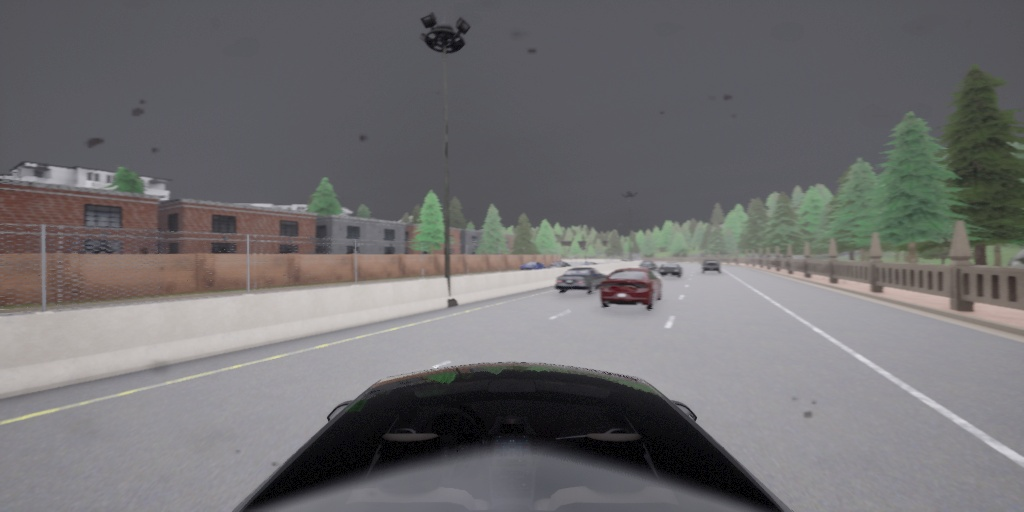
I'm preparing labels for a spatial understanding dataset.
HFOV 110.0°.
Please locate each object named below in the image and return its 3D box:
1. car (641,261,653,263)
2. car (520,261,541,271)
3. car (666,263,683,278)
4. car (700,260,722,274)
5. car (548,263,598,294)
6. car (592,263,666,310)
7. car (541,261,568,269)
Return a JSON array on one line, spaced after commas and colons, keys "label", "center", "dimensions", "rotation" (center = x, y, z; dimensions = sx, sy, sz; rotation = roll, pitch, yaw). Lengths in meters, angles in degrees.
[{"label": "car", "center": [17.283, 1.320, 45.686], "dimensions": [2.033, 1.411, 5.357], "rotation": [-1, 0, 28]}, {"label": "car", "center": [2.781, 1.477, 48.492], "dimensions": [1.882, 1.535, 5.008], "rotation": [-1, -1, 28]}, {"label": "car", "center": [15.048, 1.333, 33.923], "dimensions": [1.895, 1.301, 4.718], "rotation": [-1, 0, 28]}, {"label": "car", "center": [22.456, 1.171, 40.490], "dimensions": [1.837, 1.490, 4.892], "rotation": [-1, 0, 28]}, {"label": "car", "center": [4.132, 1.355, 20.697], "dimensions": [2.033, 1.411, 5.357], "rotation": [-1, 0, 28]}, {"label": "car", "center": [5.059, 1.236, 14.945], "dimensions": [1.882, 1.535, 5.008], "rotation": [-1, 0, 28]}, {"label": "car", "center": [6.166, 1.436, 47.396], "dimensions": [2.128, 1.511, 4.902], "rotation": [-1, 0, 28]}]
